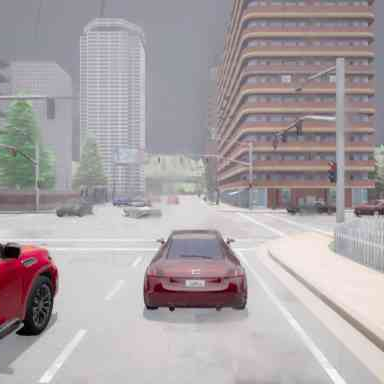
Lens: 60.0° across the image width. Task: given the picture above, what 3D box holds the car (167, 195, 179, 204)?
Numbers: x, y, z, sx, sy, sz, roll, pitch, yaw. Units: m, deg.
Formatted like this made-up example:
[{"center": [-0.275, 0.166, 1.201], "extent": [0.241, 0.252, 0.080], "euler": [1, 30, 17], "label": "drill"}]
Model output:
[{"center": [-3.492, 1.352, 62.658], "extent": [2.097, 1.767, 4.553], "euler": [0, 0, 0], "label": "car"}]

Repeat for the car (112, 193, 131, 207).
[{"center": [-10.670, 1.220, 51.337], "extent": [2.150, 2.045, 5.566], "euler": [0, 0, 0], "label": "car"}]

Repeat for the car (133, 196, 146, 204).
[{"center": [-10.609, 1.525, 67.195], "extent": [1.812, 1.442, 4.674], "euler": [0, 0, 0], "label": "car"}]

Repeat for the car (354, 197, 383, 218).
[{"center": [16.535, 1.422, 29.129], "extent": [5.008, 1.535, 1.882], "euler": [0, 0, -20], "label": "car"}]

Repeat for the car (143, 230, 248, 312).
[{"center": [0.081, 1.564, 7.819], "extent": [1.994, 1.385, 4.181], "euler": [0, 0, 1], "label": "car"}]

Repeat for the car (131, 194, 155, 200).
[{"center": [-7.165, 1.492, 48.886], "extent": [2.128, 1.511, 4.902], "euler": [0, 0, 0], "label": "car"}]

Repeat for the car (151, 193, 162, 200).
[{"center": [-7.125, 1.525, 66.552], "extent": [1.812, 1.442, 4.674], "euler": [0, 0, 0], "label": "car"}]

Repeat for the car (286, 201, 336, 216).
[{"center": [11.376, 1.545, 31.393], "extent": [4.718, 1.301, 1.895], "euler": [0, 0, -13], "label": "car"}]

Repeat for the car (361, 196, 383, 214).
[{"center": [19.815, 1.296, 34.249], "extent": [4.553, 1.767, 2.097], "euler": [0, 0, -27], "label": "car"}]

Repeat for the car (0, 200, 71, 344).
[{"center": [-3.437, 1.221, 3.539], "extent": [2.150, 2.045, 5.566], "euler": [0, 0, 0], "label": "car"}]

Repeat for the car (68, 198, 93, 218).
[{"center": [-10.645, 1.349, 30.441], "extent": [2.097, 1.767, 4.553], "euler": [0, 0, 0], "label": "car"}]

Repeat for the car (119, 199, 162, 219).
[{"center": [-4.368, 1.582, 29.002], "extent": [1.895, 1.301, 4.718], "euler": [0, 0, -32], "label": "car"}]
